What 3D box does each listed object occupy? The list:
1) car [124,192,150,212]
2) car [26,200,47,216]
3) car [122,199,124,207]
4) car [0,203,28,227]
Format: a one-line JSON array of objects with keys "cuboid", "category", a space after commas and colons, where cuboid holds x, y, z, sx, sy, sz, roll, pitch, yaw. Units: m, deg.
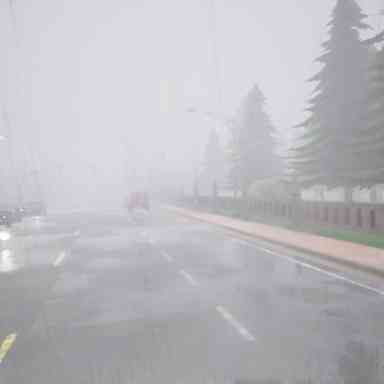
[{"cuboid": [-6.072, 1.042, 37.211, 2.150, 2.045, 5.566, -2, 1, -15], "category": "car"}, {"cuboid": [-16.247, 1.604, 34.277, 1.837, 1.490, 4.892, -2, 2, -15], "category": "car"}, {"cuboid": [-9.069, 1.397, 48.106, 1.895, 1.301, 4.718, -2, 1, -15], "category": "car"}, {"cuboid": [-13.334, 1.730, 23.433, 1.895, 1.301, 4.718, -2, 1, -15], "category": "car"}]
